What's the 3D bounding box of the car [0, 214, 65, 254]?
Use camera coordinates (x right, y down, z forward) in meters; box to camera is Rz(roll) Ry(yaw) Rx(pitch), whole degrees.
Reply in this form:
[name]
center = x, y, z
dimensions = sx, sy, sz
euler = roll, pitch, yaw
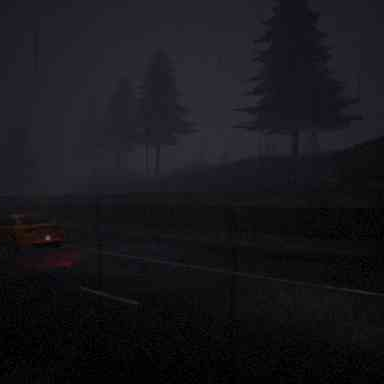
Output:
[car]
center = -7.530, 1.699, 14.745
dimensions = 5.008, 1.535, 1.882
euler = -1, -1, 42
